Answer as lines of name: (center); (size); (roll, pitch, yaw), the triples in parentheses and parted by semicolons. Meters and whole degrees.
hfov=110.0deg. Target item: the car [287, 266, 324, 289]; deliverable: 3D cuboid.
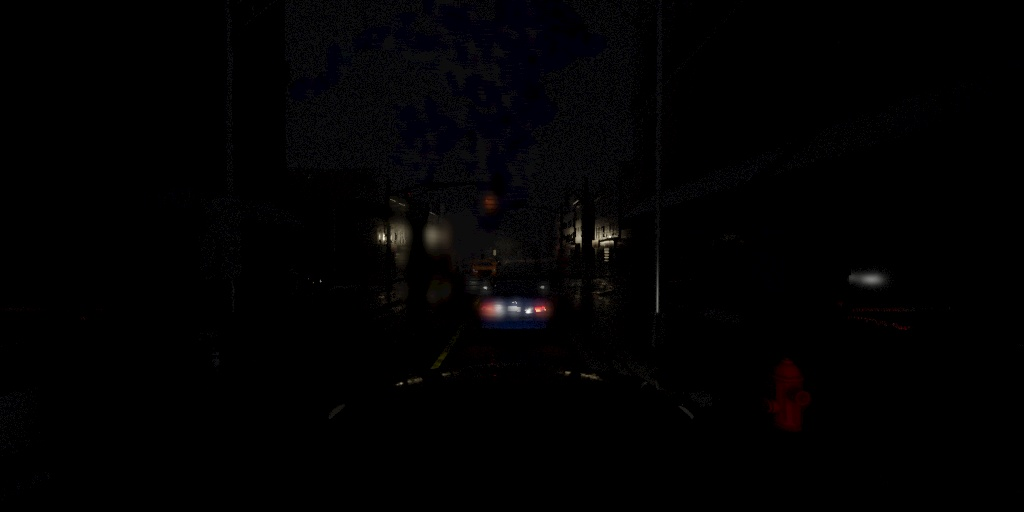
car: (-14.797, 1.374, 23.102); (4.892, 1.490, 1.837); (0, 1, -2)

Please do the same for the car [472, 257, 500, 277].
car: (-2.454, 1.126, 31.086); (1.882, 1.535, 5.008); (0, 0, -8)

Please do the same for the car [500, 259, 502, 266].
car: (-2.818, 0.924, 63.779); (1.837, 1.490, 4.892); (0, 0, 0)

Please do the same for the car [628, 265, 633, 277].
car: (10.847, 0.724, 26.140); (4.553, 1.767, 2.097); (-2, 1, 1)

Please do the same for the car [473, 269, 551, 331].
car: (0.088, 1.285, 10.842); (2.033, 1.411, 5.357); (0, 0, 0)
